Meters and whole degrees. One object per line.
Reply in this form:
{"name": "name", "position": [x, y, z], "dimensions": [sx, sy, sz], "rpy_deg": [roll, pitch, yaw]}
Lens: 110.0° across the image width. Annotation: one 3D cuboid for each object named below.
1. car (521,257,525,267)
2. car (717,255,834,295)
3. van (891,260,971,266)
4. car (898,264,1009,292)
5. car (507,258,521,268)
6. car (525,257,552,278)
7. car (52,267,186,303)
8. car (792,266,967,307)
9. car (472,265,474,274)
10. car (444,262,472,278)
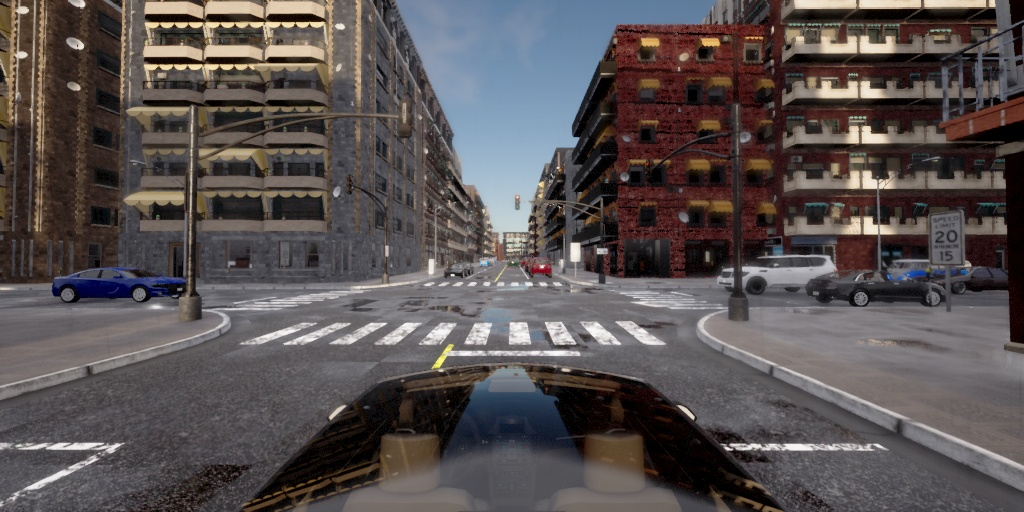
{"name": "car", "position": [2.662, 1.086, 45.093], "dimensions": [2.192, 1.841, 5.009], "rpy_deg": [0, 0, 0]}
{"name": "car", "position": [14.066, 0.970, 19.088], "dimensions": [5.566, 2.045, 2.150], "rpy_deg": [0, -1, 0]}
{"name": "van", "position": [24.946, 1.115, 21.479], "dimensions": [3.998, 1.789, 1.690], "rpy_deg": [0, 0, 0]}
{"name": "car", "position": [24.318, 1.272, 19.030], "dimensions": [5.357, 1.411, 2.033], "rpy_deg": [0, -1, 0]}
{"name": "car", "position": [0.235, 1.179, 64.489], "dimensions": [2.097, 1.767, 4.553], "rpy_deg": [0, 0, 0]}
{"name": "car", "position": [2.638, 1.077, 33.970], "dimensions": [2.192, 1.841, 5.009], "rpy_deg": [0, 0, 0]}
{"name": "car", "position": [-17.582, 1.254, 16.284], "dimensions": [5.008, 1.535, 1.882], "rpy_deg": [0, -1, 0]}
{"name": "car", "position": [13.771, 1.186, 13.652], "dimensions": [4.403, 1.370, 2.007], "rpy_deg": [0, 0, 0]}
{"name": "car", "position": [-5.231, 1.331, 39.503], "dimensions": [1.948, 1.339, 4.313], "rpy_deg": [0, 0, 0]}
{"name": "car", "position": [-5.243, 1.328, 33.942], "dimensions": [1.948, 1.339, 4.313], "rpy_deg": [0, 0, 0]}
